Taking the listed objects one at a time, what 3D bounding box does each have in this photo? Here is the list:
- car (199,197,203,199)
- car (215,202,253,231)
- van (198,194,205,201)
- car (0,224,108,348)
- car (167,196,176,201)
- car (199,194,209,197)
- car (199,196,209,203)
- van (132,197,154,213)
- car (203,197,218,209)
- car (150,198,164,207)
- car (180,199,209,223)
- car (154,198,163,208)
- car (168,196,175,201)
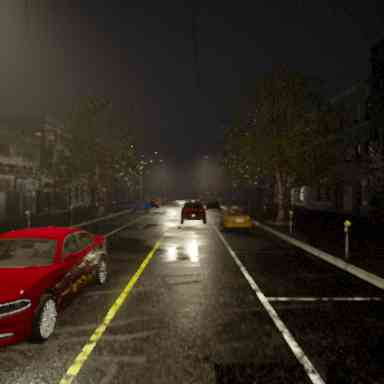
[{"bbox_3d":[0.104,1.671,44.271,1.994,1.385,4.181,0,0,0],"label":"car"},{"bbox_3d":[2.689,1.577,21.047,1.752,1.417,4.829,-1,0,0],"label":"car"},{"bbox_3d":[2.694,1.563,92.949,1.690,1.788,3.998,-1,0,0],"label":"van"},{"bbox_3d":[-3.102,1.494,6.662,1.882,1.535,5.008,0,0,0],"label":"car"},{"bbox_3d":[-5.685,1.754,87.405,1.887,1.381,4.507,0,0,0],"label":"car"},{"bbox_3d":[2.692,1.485,70.773,2.192,1.841,5.009,-1,0,0],"label":"car"},{"bbox_3d":[2.694,1.734,76.317,2.008,1.369,4.403,-1,0,0],"label":"car"},{"bbox_3d":[-5.692,1.432,37.510,1.690,1.788,3.998,0,0,0],"label":"van"},{"bbox_3d":[2.691,1.649,43.053,1.887,1.381,4.507,-1,0,0],"label":"car"},{"bbox_3d":[-5.688,1.713,54.141,1.802,1.307,4.206,0,0,0],"label":"car"},{"bbox_3d":[0.103,1.541,26.149,1.882,1.535,5.008,0,0,0],"label":"car"},{"bbox_3d":[-5.689,1.558,48.598,1.967,1.590,4.097,0,0,0],"label":"car"},{"bbox_3d":[-5.686,1.767,92.950,1.887,1.381,4.507,0,0,0],"label":"car"}]
